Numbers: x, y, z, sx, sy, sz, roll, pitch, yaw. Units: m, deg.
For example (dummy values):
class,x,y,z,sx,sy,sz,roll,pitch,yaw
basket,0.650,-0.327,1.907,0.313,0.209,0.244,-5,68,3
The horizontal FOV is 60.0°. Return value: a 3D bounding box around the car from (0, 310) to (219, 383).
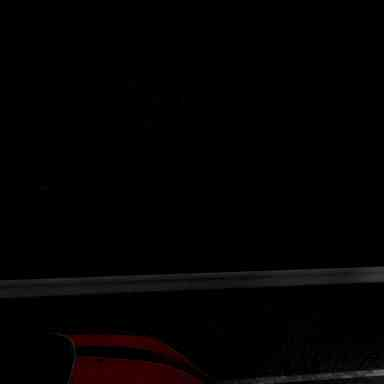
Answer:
class,x,y,z,sx,sy,sz,roll,pitch,yaw
car,-1.841,1.352,1.677,4.553,1.767,2.097,0,0,-7
